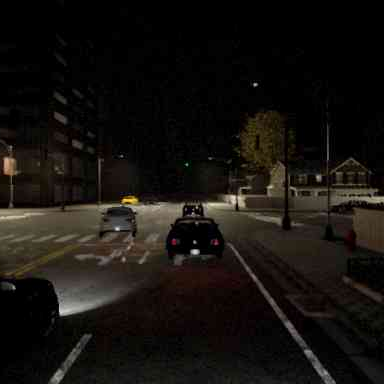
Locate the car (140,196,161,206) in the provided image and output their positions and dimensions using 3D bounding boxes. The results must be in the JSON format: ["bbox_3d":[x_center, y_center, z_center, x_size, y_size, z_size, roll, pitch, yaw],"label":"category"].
[{"bbox_3d":[-6.557,1.454,53.080,1.837,1.490,4.892,0,0,0],"label":"car"}]

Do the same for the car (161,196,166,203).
[{"bbox_3d":[-6.497,1.482,68.220,1.994,1.385,4.181,0,0,0],"label":"car"}]

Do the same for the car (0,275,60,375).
[{"bbox_3d":[-3.150,1.560,3.767,1.994,1.385,4.181,0,0,0],"label":"car"}]

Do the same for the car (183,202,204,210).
[{"bbox_3d":[0.109,1.580,31.604,1.895,1.301,4.718,0,0,0],"label":"car"}]

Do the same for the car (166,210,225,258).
[{"bbox_3d":[0.100,1.588,12.618,1.895,1.301,4.718,0,0,0],"label":"car"}]

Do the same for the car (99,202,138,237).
[{"bbox_3d":[-3.977,1.507,18.040,1.812,1.442,4.674,0,0,-11],"label":"car"}]

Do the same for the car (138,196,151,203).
[{"bbox_3d":[-9.744,1.467,68.438,2.033,1.411,5.357,0,0,0],"label":"car"}]

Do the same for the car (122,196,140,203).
[{"bbox_3d":[-9.809,1.426,52.905,1.882,1.535,5.008,0,0,0],"label":"car"}]

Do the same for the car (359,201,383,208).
[{"bbox_3d":[19.455,1.589,32.039,5.357,1.411,2.033,0,0,-7],"label":"car"}]

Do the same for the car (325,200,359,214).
[{"bbox_3d":[16.962,1.590,35.024,5.357,1.411,2.033,0,0,-6],"label":"car"}]
